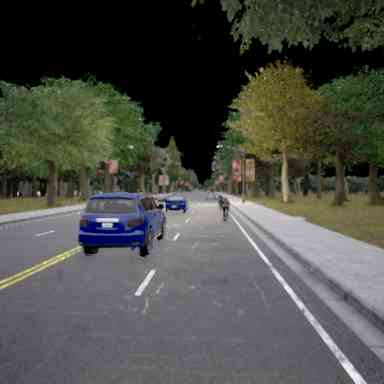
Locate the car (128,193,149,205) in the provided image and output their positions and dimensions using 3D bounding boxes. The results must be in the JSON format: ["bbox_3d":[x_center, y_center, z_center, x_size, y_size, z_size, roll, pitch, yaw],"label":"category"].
[{"bbox_3d":[-7.281,0.933,45.967,1.994,1.385,4.181,0,1,3],"label":"car"}]

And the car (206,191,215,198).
[{"bbox_3d":[4.089,0.595,74.082,1.994,1.385,4.181,0,1,3],"label":"car"}]

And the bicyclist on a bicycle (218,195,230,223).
[{"bbox_3d":[2.124,1.168,20.887,0.582,1.620,1.656,0,0,3],"label":"bicyclist on a bicycle"}]

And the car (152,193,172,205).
[{"bbox_3d":[-4.036,0.922,45.829,2.033,1.411,5.357,0,1,3],"label":"car"}]

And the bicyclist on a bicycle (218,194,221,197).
[{"bbox_3d":[2.683,1.027,31.290,0.582,1.620,1.656,0,0,3],"label":"bicyclist on a bicycle"}]

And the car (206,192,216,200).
[{"bbox_3d":[3.396,0.763,59.352,2.033,1.411,5.357,0,1,3],"label":"car"}]

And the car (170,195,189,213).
[{"bbox_3d":[-1.380,1.051,31.020,1.882,1.535,5.008,0,1,3],"label":"car"}]

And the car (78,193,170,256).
[{"bbox_3d":[-2.371,1.046,12.557,2.150,2.045,5.566,0,1,3],"label":"car"}]
